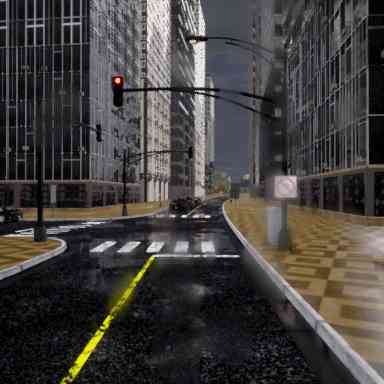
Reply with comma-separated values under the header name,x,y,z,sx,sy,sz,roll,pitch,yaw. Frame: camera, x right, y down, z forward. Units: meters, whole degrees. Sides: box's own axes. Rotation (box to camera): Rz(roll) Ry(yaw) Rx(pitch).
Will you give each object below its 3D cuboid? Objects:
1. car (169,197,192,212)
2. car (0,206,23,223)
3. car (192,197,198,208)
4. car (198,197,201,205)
name,x,y,z,sx,sy,sz,roll,pitch,yaw
car,-1.486,1.450,38.637,1.882,1.535,5.008,0,0,5
car,-16.520,1.854,28.032,4.403,1.369,2.008,-1,1,10
car,-0.604,1.462,48.445,1.837,1.490,4.892,0,0,6
car,0.502,1.501,58.404,1.994,1.385,4.181,0,0,7
